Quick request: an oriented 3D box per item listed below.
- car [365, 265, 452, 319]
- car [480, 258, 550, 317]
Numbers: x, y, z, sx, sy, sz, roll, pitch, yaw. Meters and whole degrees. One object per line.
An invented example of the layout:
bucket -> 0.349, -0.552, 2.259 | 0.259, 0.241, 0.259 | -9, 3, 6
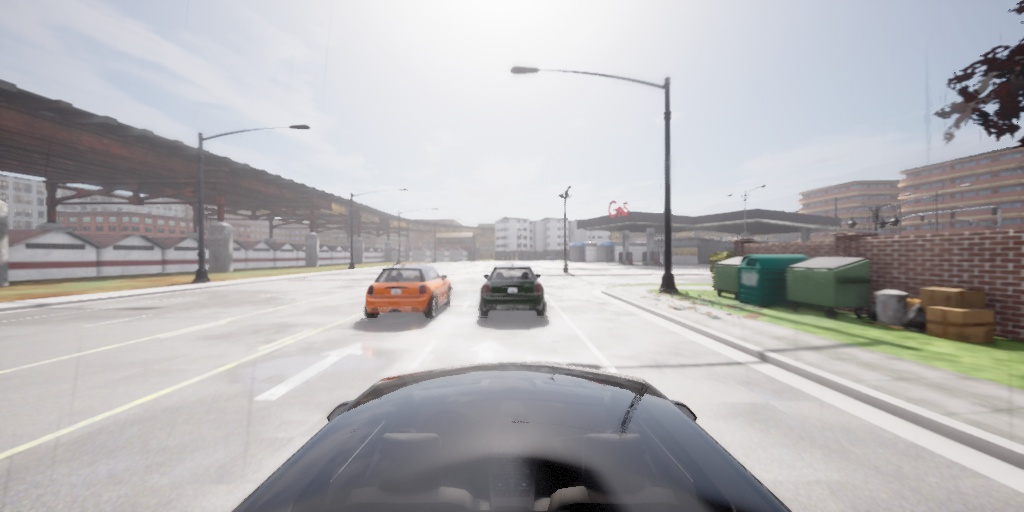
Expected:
car -> -3.489, 1.083, 12.908 | 2.097, 1.767, 4.553 | 0, 0, 0
car -> 0.010, 1.062, 13.140 | 2.097, 1.767, 4.553 | 0, 0, 0
